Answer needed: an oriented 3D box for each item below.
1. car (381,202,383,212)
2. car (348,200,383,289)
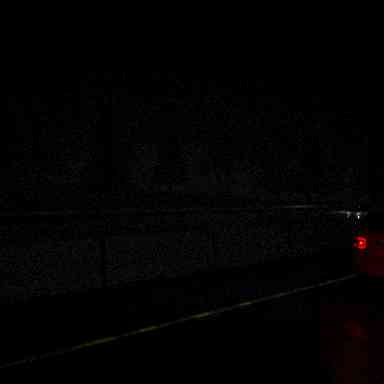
[{"bbox_3d":[27.358,2.034,44.119,4.718,1.301,1.895,1,0,-31],"label":"car"},{"bbox_3d":[6.193,1.309,8.163,5.566,2.045,2.150,1,0,-35],"label":"car"}]
